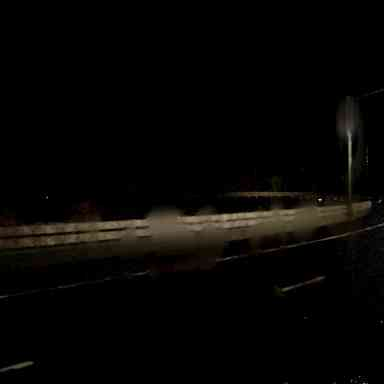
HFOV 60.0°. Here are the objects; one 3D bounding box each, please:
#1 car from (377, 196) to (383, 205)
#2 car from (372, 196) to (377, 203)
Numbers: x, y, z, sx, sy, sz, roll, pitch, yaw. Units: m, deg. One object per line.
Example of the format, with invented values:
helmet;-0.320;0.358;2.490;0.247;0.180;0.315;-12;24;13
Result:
car;35.811;1.721;60.480;2.128;1.511;4.902;0;0;17
car;37.459;1.554;66.348;1.837;1.490;4.892;0;0;12
